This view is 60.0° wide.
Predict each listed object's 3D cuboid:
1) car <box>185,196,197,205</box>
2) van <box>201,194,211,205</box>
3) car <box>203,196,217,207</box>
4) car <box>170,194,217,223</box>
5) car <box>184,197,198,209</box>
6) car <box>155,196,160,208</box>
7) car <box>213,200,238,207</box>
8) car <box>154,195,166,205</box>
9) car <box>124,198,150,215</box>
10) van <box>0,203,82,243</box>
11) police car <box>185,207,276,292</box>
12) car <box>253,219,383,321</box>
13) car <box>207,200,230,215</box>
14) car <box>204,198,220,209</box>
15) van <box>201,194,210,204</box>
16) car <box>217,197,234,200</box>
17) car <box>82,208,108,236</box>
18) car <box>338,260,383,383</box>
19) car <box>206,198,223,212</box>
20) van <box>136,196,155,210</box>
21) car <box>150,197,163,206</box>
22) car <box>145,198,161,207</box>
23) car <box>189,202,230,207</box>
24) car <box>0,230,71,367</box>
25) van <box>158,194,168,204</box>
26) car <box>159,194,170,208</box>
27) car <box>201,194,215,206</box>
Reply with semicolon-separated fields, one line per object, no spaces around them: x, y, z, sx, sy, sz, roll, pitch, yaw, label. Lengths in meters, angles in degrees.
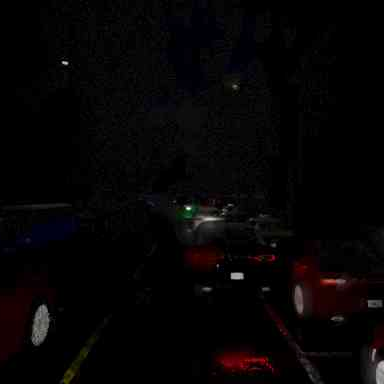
-0.123;1.510;60.702;2.128;1.511;4.902;0;0;0;car
2.636;1.360;61.607;1.690;1.788;3.998;0;0;0;van
2.659;1.453;50.731;1.967;1.590;4.097;0;0;0;car
0.288;1.224;25.181;2.150;2.045;5.566;0;0;11;car
-0.083;1.488;46.886;1.882;1.535;5.008;0;0;0;car
-5.855;1.535;45.107;1.752;1.417;4.829;0;0;0;car
2.714;1.528;23.713;1.752;1.417;4.829;0;0;0;car
-5.889;1.459;61.589;1.967;1.590;4.097;0;0;0;car
-5.833;1.571;34.401;1.947;1.339;4.313;0;0;0;car
-5.788;1.342;12.651;1.690;1.788;3.998;0;0;0;van
0.872;1.427;9.041;1.930;1.638;5.238;0;0;0;police car
2.748;1.545;7.231;1.887;1.381;4.507;0;0;0;car
2.693;1.556;34.418;2.008;1.369;4.403;0;0;0;car
2.670;1.554;45.294;1.887;1.381;4.507;0;0;0;car
2.625;1.364;67.044;1.690;1.788;3.998;0;0;0;van
2.703;1.318;28.981;2.192;1.841;5.009;0;0;0;car
-5.799;1.552;18.089;2.008;1.369;4.403;0;0;0;car
2.759;1.545;1.793;1.887;1.381;4.507;0;0;0;car
2.681;1.533;40.026;1.752;1.417;4.829;0;0;0;car
-5.844;1.348;39.839;1.690;1.788;3.998;0;0;0;van
-5.877;1.541;55.982;1.752;1.417;4.829;0;0;0;car
-5.866;1.578;50.714;1.947;1.339;4.313;0;0;0;car
0.863;1.528;18.932;1.812;1.442;4.674;0;0;0;car
-3.106;1.477;3.339;1.882;1.535;5.008;0;0;0;car
-5.900;1.364;67.027;1.690;1.788;3.998;0;0;0;van
-3.095;1.362;47.033;2.097;1.767;4.553;0;0;0;car
2.647;1.331;56.169;2.192;1.841;5.009;0;0;0;car
